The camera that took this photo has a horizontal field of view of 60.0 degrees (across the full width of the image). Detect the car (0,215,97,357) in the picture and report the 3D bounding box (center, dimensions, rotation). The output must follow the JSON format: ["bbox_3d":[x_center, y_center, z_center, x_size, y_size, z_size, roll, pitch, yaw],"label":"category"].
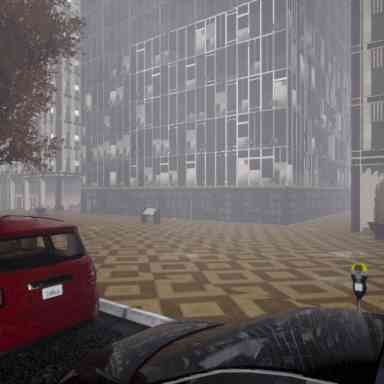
[{"bbox_3d":[-3.665,1.315,5.501,5.009,1.841,2.192,0,0,36],"label":"car"}]

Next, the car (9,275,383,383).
[{"bbox_3d":[0.827,1.566,2.287,4.313,1.339,1.947,0,0,36],"label":"car"}]
